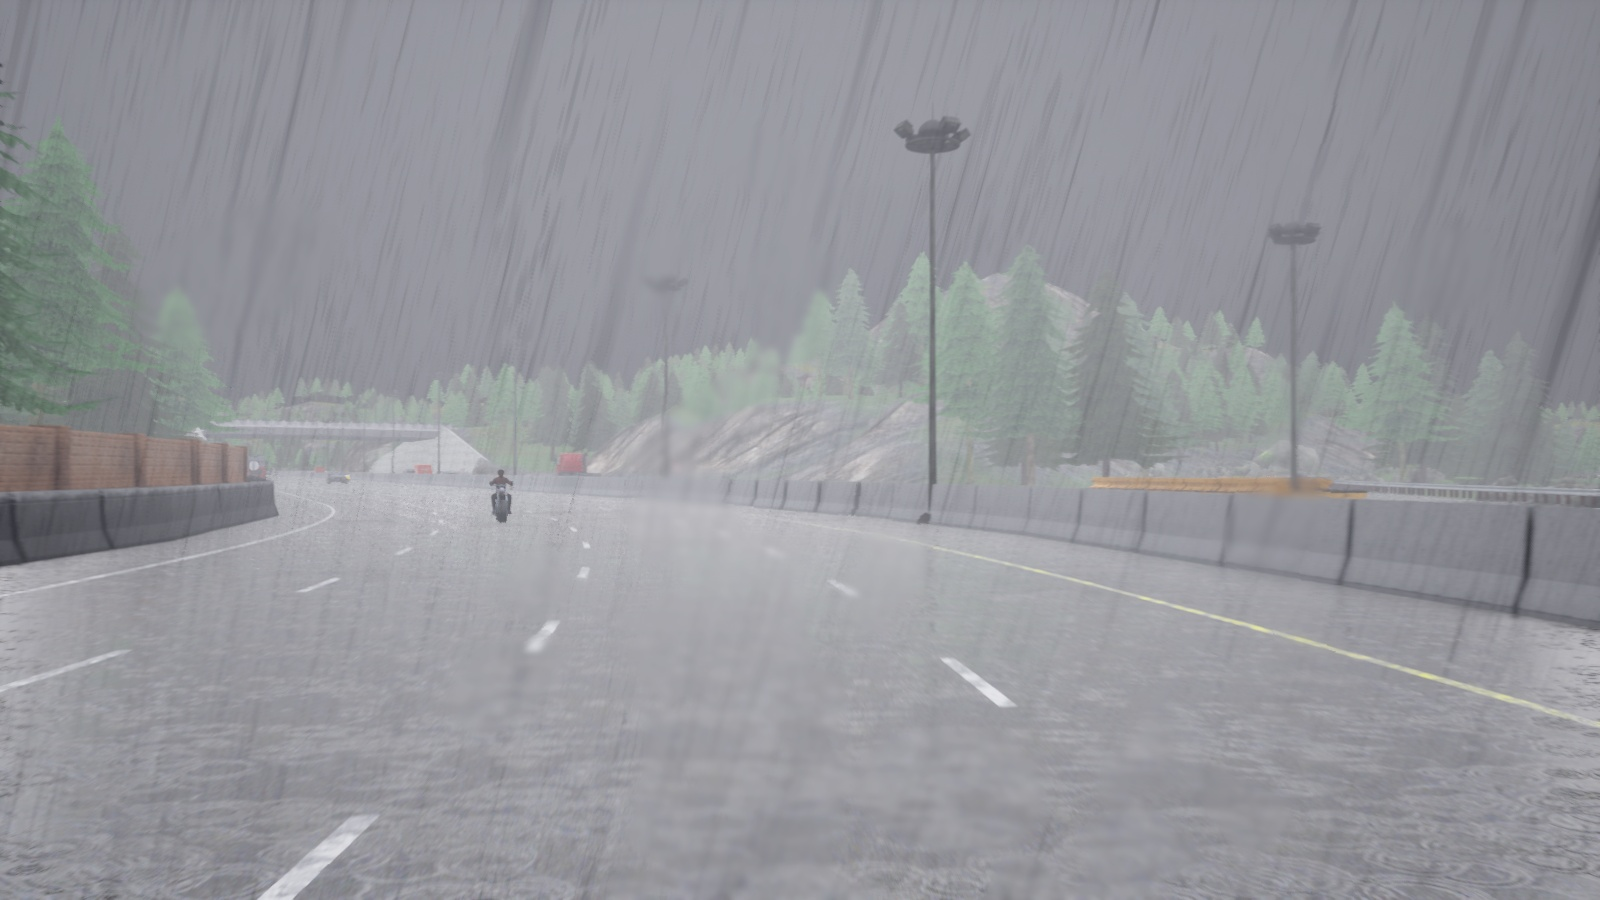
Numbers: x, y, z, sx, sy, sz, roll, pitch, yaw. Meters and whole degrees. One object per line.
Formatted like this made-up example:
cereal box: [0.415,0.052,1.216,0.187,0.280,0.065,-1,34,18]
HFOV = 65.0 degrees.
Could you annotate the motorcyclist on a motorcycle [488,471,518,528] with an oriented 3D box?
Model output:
motorcyclist on a motorcycle: [-9.001,1.456,37.976,0.766,1.649,2.350,-1,-1,-16]
